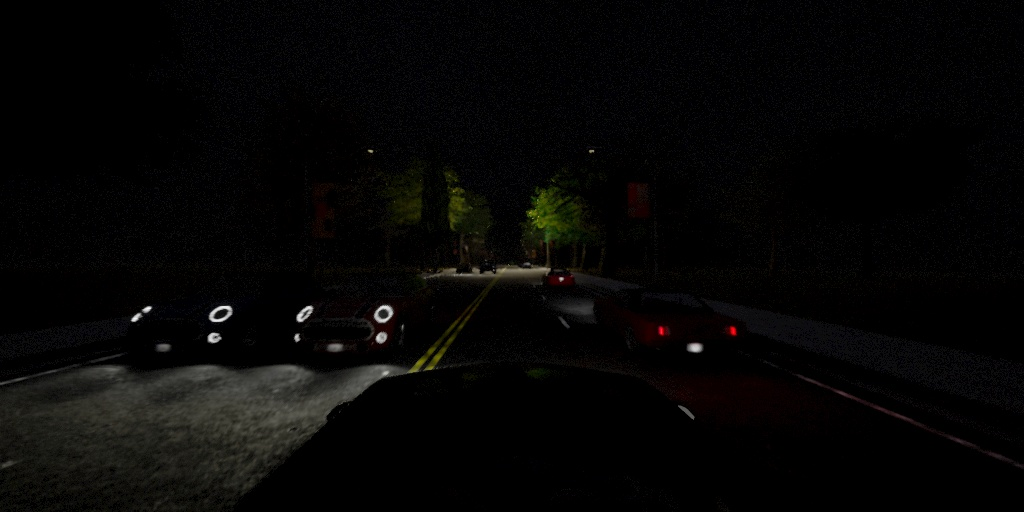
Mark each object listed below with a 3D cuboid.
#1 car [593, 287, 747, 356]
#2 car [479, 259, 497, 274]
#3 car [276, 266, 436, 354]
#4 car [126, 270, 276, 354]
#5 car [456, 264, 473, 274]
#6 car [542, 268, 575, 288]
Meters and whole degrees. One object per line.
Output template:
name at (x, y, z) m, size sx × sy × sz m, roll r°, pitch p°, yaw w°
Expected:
car at (3.351, 1.413, 8.783) m, size 1.895 × 1.301 × 4.718 m, roll 0°, pitch -1°, yaw 0°
car at (-3.323, 1.470, 49.986) m, size 2.150 × 2.045 × 5.566 m, roll 0°, pitch -1°, yaw 0°
car at (-3.351, 1.166, 9.041) m, size 2.097 × 1.767 × 4.553 m, roll 0°, pitch -1°, yaw 0°
car at (-6.600, 1.166, 9.037) m, size 2.097 × 1.767 × 4.553 m, roll 0°, pitch -1°, yaw 0°
car at (-6.570, 1.798, 50.074) m, size 2.033 × 1.411 × 5.357 m, roll 0°, pitch -1°, yaw 0°
car at (3.349, 1.541, 26.273) m, size 1.994 × 1.385 × 4.181 m, roll 0°, pitch -1°, yaw 0°
